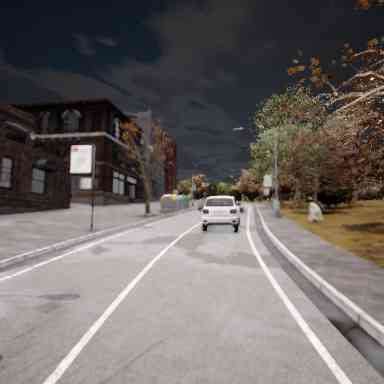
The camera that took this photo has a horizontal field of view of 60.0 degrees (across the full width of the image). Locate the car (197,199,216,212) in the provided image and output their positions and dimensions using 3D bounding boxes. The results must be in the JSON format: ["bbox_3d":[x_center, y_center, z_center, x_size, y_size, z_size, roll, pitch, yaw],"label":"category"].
[{"bbox_3d":[1.908,1.661,42.651,1.837,1.490,4.892,-1,0,10],"label":"car"}]

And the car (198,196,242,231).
[{"bbox_3d":[1.939,1.270,21.278,2.150,2.045,5.566,-1,0,9],"label":"car"}]
